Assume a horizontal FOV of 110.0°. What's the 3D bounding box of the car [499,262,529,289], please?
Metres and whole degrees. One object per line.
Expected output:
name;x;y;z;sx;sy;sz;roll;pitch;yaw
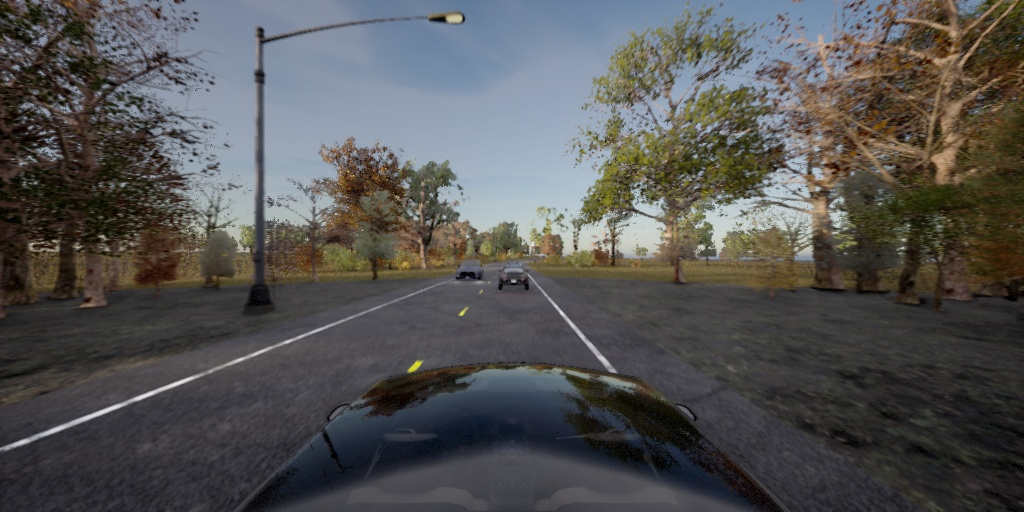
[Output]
car;0.108;1.300;23.339;1.812;1.442;4.674;0;0;0

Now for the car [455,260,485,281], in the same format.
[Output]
car;-3.531;1.135;30.842;2.097;1.767;4.553;0;0;1
